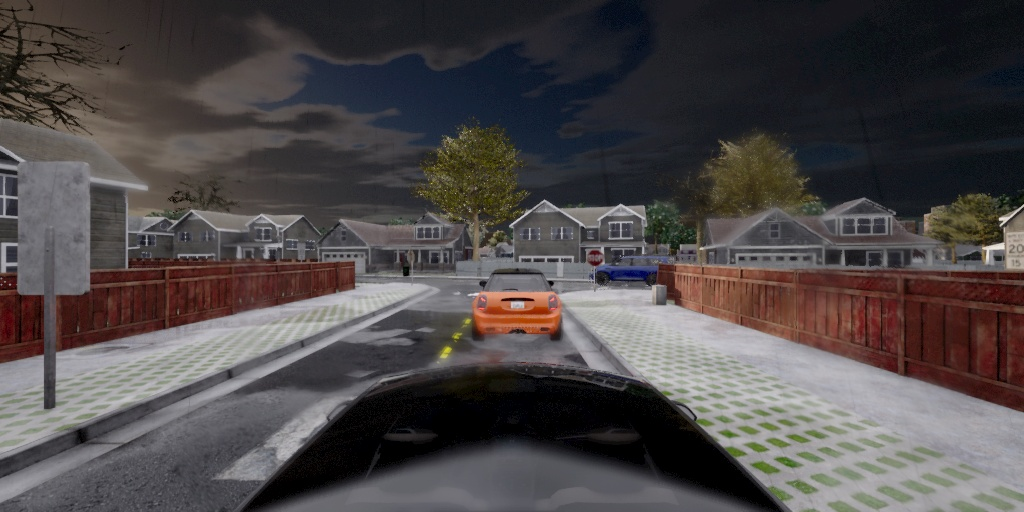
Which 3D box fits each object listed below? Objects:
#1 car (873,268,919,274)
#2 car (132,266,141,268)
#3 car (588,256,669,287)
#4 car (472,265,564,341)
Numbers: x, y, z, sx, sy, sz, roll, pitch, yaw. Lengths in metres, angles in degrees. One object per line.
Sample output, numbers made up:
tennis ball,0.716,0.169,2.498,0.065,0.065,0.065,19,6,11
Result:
car,21.103,1.383,20.224,4.892,1.490,1.837,1,0,19
car,-38.953,1.142,35.340,4.181,1.385,1.994,0,0,9
car,8.064,1.031,24.573,5.566,2.045,2.150,1,0,17
car,0.132,1.103,10.016,2.097,1.767,4.553,0,0,0
